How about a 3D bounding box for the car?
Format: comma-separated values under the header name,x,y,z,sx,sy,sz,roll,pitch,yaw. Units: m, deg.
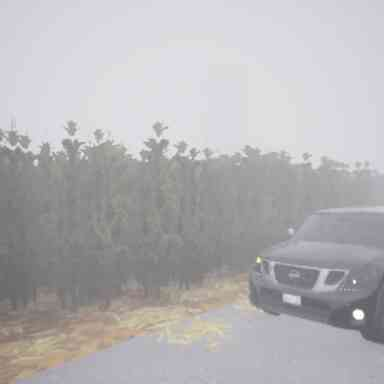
name,x,y,z,sx,sy,sz,roll,pitch,yaw
car,3.537,1.332,7.091,5.566,2.045,2.150,1,-2,-44
